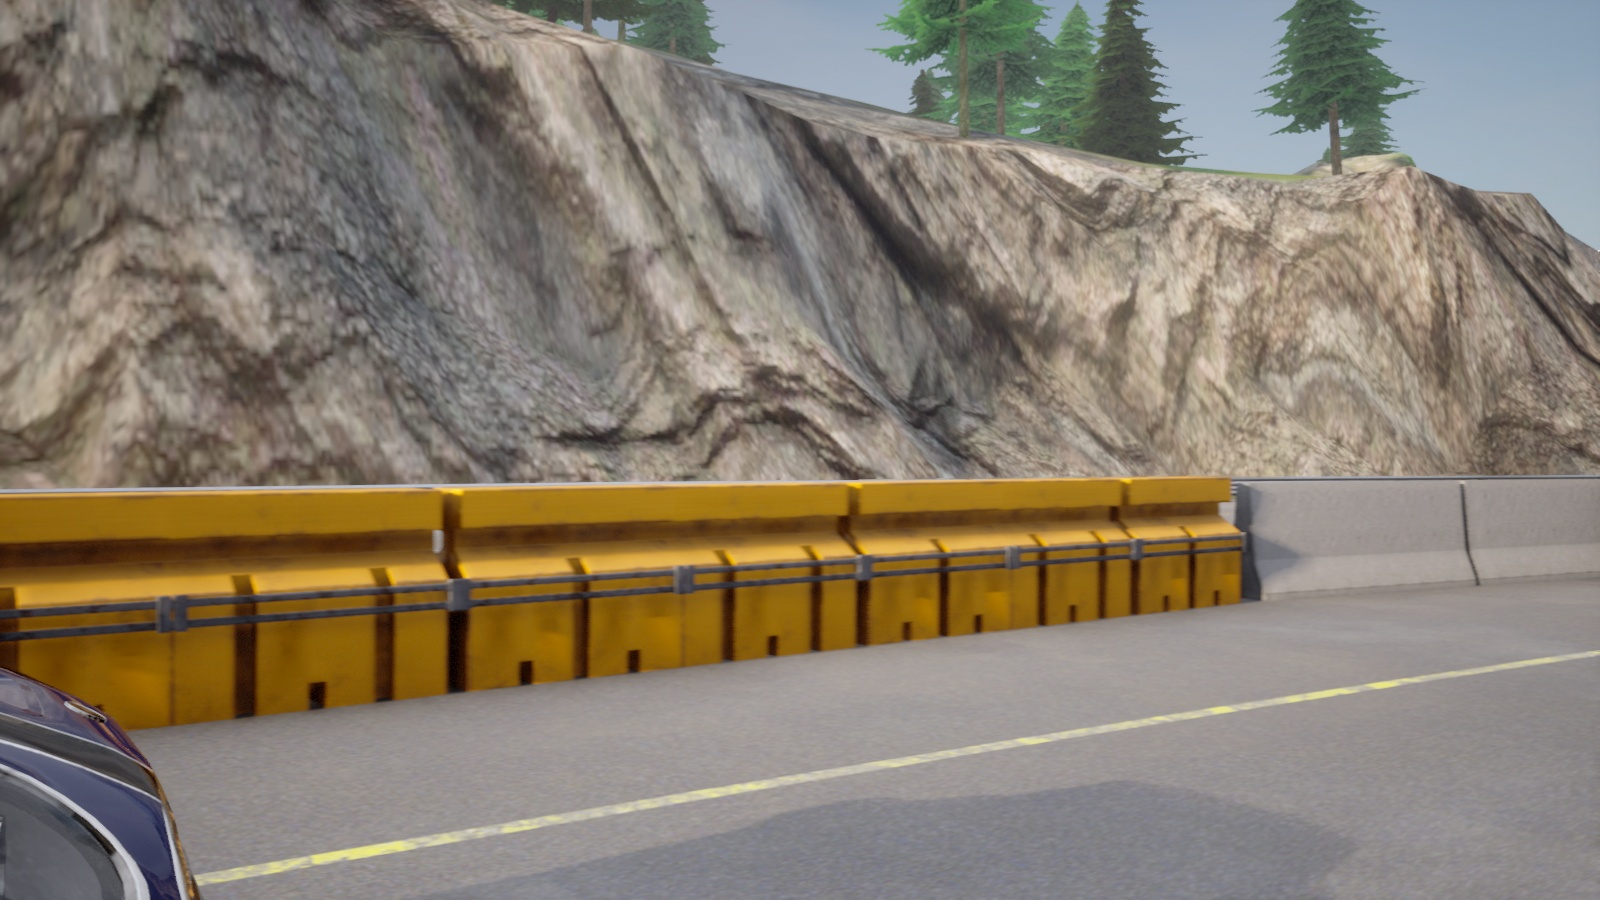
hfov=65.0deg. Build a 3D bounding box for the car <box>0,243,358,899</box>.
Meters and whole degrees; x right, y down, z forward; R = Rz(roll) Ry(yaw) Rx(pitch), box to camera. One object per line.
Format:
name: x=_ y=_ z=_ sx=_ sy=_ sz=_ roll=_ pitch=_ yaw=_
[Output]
car: x=-3.144 y=0.612 z=1.471 sx=4.553 sy=1.767 sz=2.097 roll=0 pitch=0 yaw=-35
